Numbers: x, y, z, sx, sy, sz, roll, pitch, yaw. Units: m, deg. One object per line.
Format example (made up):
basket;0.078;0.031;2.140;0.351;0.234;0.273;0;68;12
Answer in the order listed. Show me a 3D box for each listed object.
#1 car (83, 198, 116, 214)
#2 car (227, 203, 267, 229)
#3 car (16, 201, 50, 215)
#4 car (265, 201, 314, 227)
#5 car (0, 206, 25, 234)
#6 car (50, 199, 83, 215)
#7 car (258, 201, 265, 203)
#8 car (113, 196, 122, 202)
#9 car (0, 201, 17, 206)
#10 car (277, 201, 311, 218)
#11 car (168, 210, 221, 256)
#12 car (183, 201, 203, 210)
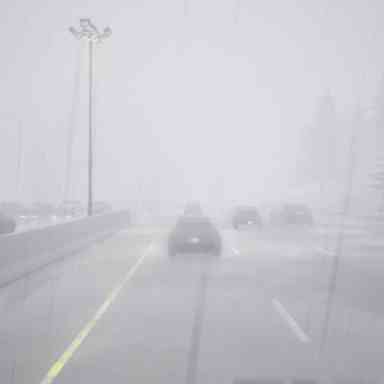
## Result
car;-10.507;1.810;38.155;1.837;1.490;4.892;0;-1;0
car;3.596;1.678;23.104;1.837;1.490;4.892;0;-1;0
car;-17.506;1.841;38.277;2.033;1.411;5.357;0;0;0
car;7.096;1.533;24.175;2.097;1.767;4.553;0;-1;0
car;-10.598;1.651;16.644;1.812;1.442;4.674;0;0;0
car;-14.009;1.635;38.076;2.097;1.767;4.553;0;0;0
car;10.529;1.925;47.865;1.994;1.385;4.181;0;0;1
car;-17.517;1.702;77.478;2.097;1.767;4.553;0;0;0
car;-21.009;1.801;38.013;1.837;1.490;4.892;0;-1;0
car;10.503;1.753;34.721;2.128;1.511;4.902;0;-1;0
car;0.098;1.668;13.649;1.994;1.385;4.181;0;0;0
car;0.094;1.781;36.546;1.837;1.490;4.892;0;0;0
